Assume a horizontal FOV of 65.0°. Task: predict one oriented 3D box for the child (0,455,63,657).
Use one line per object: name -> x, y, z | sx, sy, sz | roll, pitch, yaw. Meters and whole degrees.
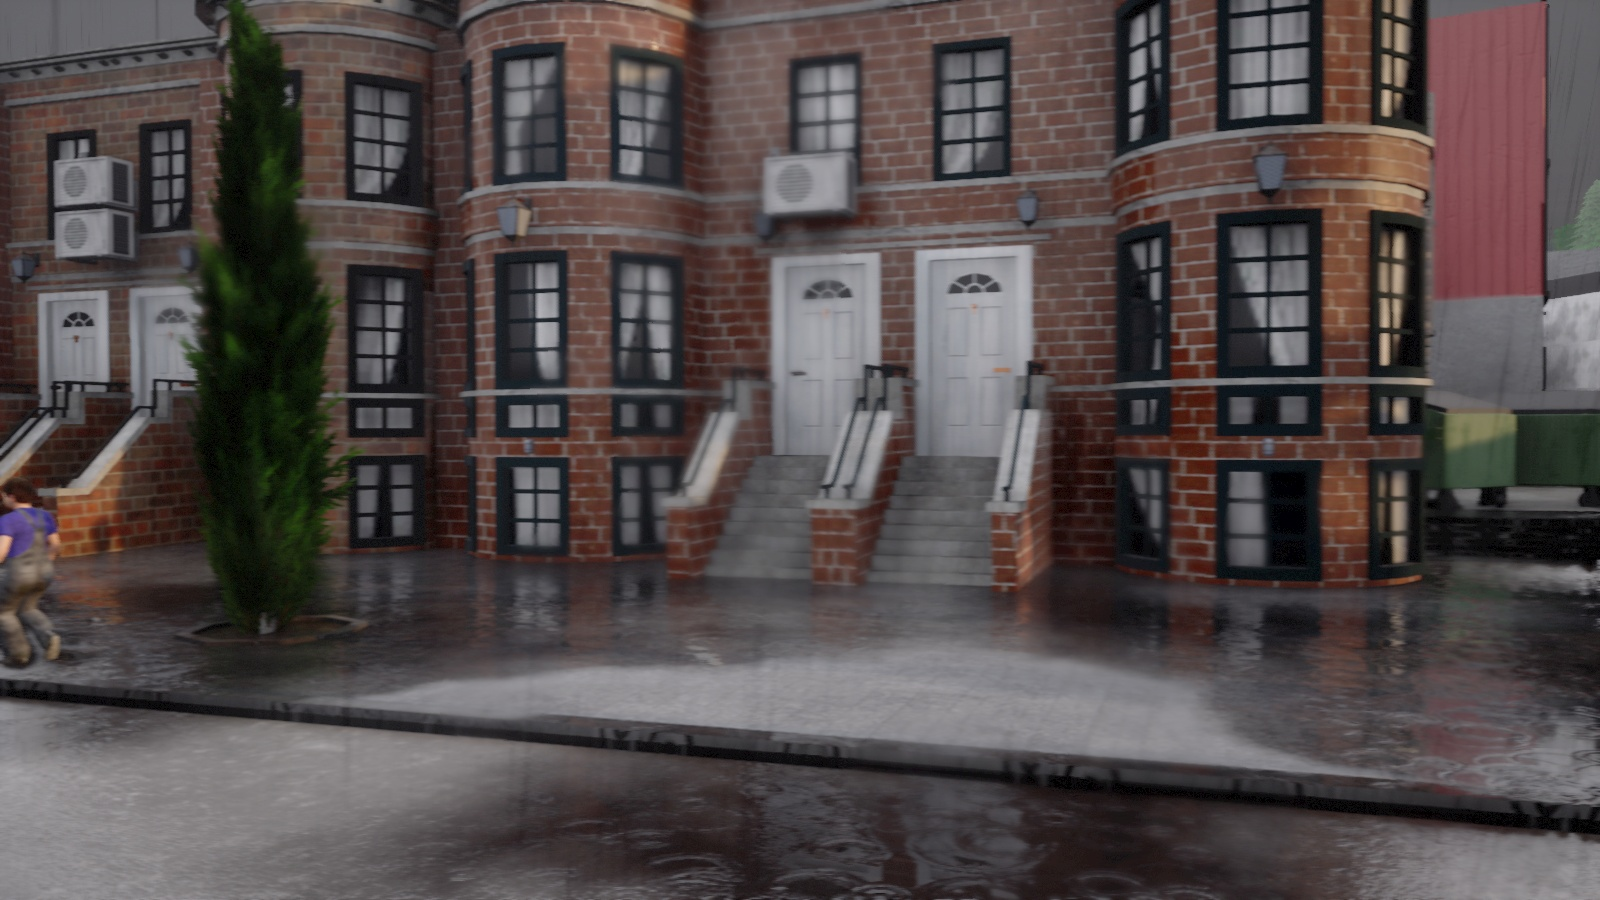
child -> -5.032, 0.668, 8.078 | 0.437, 1.263, 0.270 | 1, 1, 18
